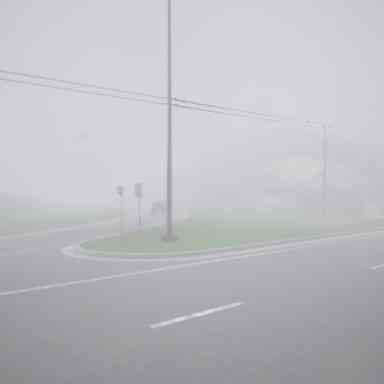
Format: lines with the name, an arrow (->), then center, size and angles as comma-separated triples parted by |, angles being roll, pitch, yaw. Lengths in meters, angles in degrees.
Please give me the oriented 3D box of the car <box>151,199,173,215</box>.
car -> -3.024, 1.504, 33.537 | 1.837, 1.490, 4.892 | 1, 0, -2
